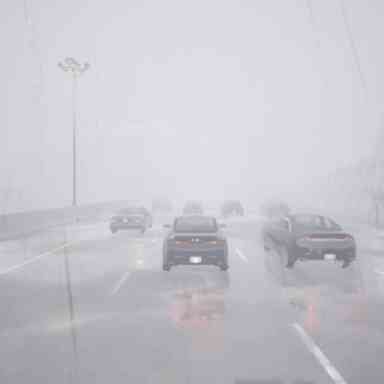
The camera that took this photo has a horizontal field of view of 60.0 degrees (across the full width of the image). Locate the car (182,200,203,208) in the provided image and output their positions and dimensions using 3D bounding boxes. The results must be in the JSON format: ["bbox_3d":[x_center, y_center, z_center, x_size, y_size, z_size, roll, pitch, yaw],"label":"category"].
[{"bbox_3d":[0.090,1.473,31.994,1.812,1.442,4.674,0,0,0],"label":"car"}]

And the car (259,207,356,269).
[{"bbox_3d":[3.596,1.473,11.096,2.128,1.511,4.902,0,0,0],"label":"car"}]

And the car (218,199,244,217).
[{"bbox_3d":[3.589,1.454,30.712,1.837,1.490,4.892,0,0,0],"label":"car"}]

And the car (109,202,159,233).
[{"bbox_3d":[-3.407,1.515,19.457,2.033,1.411,5.357,0,0,0],"label":"car"}]

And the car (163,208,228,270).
[{"bbox_3d":[0.096,1.487,10.967,1.837,1.490,4.892,0,0,0],"label":"car"}]

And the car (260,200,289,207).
[{"bbox_3d":[7.090,1.458,28.678,1.837,1.490,4.892,0,0,0],"label":"car"}]

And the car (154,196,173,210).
[{"bbox_3d":[-3.413,1.288,38.998,2.097,1.767,4.553,0,0,0],"label":"car"}]
